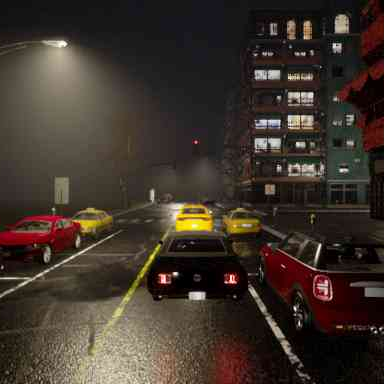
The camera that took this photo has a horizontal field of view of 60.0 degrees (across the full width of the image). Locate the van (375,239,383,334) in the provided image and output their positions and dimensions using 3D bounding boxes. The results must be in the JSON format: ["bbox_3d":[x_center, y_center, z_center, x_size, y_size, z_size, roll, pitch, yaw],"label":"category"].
[{"bbox_3d":[2.576,1.341,1.093,1.690,1.788,3.998,1,0,0],"label":"van"}]

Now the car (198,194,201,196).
[{"bbox_3d":[2.568,1.587,72.886,1.947,1.339,4.313,1,0,0],"label":"car"}]

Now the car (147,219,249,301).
[{"bbox_3d":[0.100,1.603,8.280,1.895,1.301,4.718,0,0,0],"label":"car"}]

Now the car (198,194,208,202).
[{"bbox_3d":[2.570,1.338,78.547,2.192,1.841,5.009,1,0,0],"label":"car"}]

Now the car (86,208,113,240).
[{"bbox_3d":[-5.308,1.529,17.130,1.752,1.417,4.829,1,0,0],"label":"car"}]

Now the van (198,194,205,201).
[{"bbox_3d":[2.569,1.369,89.869,1.690,1.788,3.998,1,0,0],"label":"van"}]

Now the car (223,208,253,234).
[{"bbox_3d":[2.573,1.530,17.897,1.752,1.417,4.829,1,0,0],"label":"car"}]

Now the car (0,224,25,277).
[{"bbox_3d":[-5.307,1.552,6.227,2.008,1.369,4.403,1,0,0],"label":"car"}]

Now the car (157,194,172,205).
[{"bbox_3d":[-5.310,1.457,61.086,1.967,1.590,4.097,1,0,0],"label":"car"}]

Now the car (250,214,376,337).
[{"bbox_3d":[2.575,1.442,6.638,1.967,1.590,4.097,1,0,0],"label":"car"}]

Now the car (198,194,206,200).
[{"bbox_3d":[2.569,1.599,61.564,1.802,1.307,4.206,1,0,0],"label":"car"}]

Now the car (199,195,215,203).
[{"bbox_3d":[2.570,1.565,50.242,2.008,1.369,4.403,1,0,0],"label":"car"}]

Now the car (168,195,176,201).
[{"bbox_3d":[-5.314,1.609,89.357,1.802,1.307,4.206,1,0,0],"label":"car"}]

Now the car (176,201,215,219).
[{"bbox_3d":[0.101,1.482,18.397,1.882,1.535,5.008,0,0,0],"label":"car"}]

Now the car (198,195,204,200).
[{"bbox_3d":[2.567,1.555,95.700,1.752,1.417,4.829,1,0,0],"label":"car"}]

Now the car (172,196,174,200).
[{"bbox_3d":[-5.309,1.334,66.741,2.192,1.841,5.009,1,0,0],"label":"car"}]

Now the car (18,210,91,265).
[{"bbox_3d":[-5.307,1.547,11.764,1.887,1.381,4.507,1,0,0],"label":"car"}]
